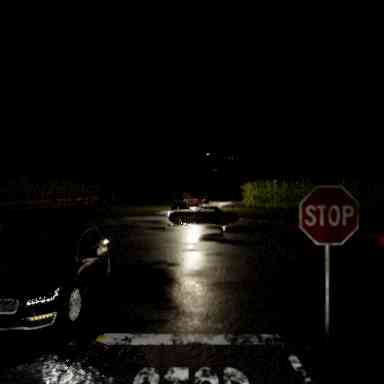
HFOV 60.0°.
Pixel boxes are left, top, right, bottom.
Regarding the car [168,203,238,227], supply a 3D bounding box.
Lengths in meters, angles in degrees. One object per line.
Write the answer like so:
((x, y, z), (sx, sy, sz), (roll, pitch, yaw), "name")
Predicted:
((0.746, 1.645, 22.824), (4.718, 1.301, 1.895), (0, 0, 4), "car")

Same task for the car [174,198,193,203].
((-1.436, 1.664, 42.330), (1.895, 1.301, 4.718), (0, 0, 6), "car")

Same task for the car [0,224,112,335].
((-2.948, 1.513, 7.093), (1.837, 1.490, 4.892), (1, 0, -3), "car")

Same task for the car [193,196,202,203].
((-0.074, 1.648, 52.303), (1.994, 1.385, 4.181), (0, 0, 9), "car")

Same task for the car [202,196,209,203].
((1.862, 1.465, 62.401), (2.097, 1.767, 4.553), (0, 0, 12), "car")
